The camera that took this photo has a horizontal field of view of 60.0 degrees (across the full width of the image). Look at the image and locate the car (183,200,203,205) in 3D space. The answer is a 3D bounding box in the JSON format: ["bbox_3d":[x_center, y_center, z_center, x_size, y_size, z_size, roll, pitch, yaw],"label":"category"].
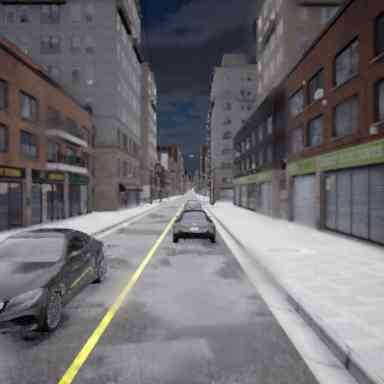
[{"bbox_3d":[0.103,1.544,34.152,2.033,1.411,5.357,0,0,0],"label":"car"}]

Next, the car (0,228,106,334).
[{"bbox_3d":[-3.099,1.526,6.896,1.812,1.442,4.674,0,0,0],"label":"car"}]

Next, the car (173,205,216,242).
[{"bbox_3d":[0.101,1.565,16.423,1.994,1.385,4.181,0,0,0],"label":"car"}]
